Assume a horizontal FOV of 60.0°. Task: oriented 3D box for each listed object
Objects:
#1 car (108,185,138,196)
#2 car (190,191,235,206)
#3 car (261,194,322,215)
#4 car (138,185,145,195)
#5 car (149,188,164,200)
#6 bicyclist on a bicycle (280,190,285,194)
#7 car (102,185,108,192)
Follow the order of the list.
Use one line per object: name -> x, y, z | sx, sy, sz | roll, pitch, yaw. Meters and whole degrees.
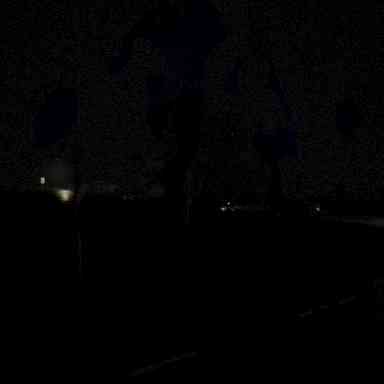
car -> -10.765, -0.249, 51.690 | 2.128, 1.511, 4.902 | 0, 2, -35
car -> 1.962, 0.594, 33.690 | 2.033, 1.411, 5.357 | 0, 2, -35
car -> 7.614, 0.899, 25.747 | 2.128, 1.511, 4.902 | 0, 2, -35
car -> -9.499, -0.450, 54.879 | 2.097, 1.767, 4.553 | 0, 2, -36
car -> -3.694, 0.219, 41.643 | 1.812, 1.442, 4.674 | 0, 2, -35
bicyclist on a bicycle -> 9.199, 0.665, 33.841 | 1.656, 1.620, 0.582 | 0, 2, -35
car -> -15.413, -0.662, 63.177 | 1.882, 1.535, 5.008 | 0, 2, -36
